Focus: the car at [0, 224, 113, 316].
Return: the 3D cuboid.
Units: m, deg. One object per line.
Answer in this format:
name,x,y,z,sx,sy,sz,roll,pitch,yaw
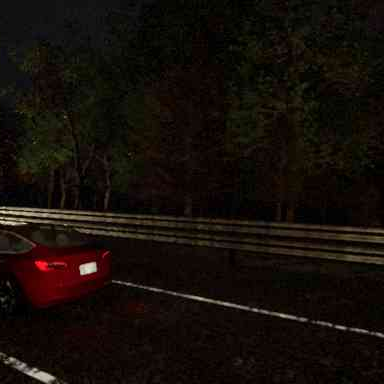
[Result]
car,-3.904,1.443,7.402,4.792,1.488,2.163,0,0,32
